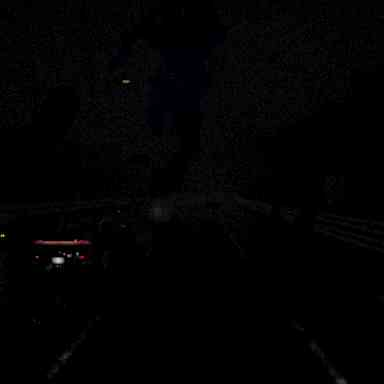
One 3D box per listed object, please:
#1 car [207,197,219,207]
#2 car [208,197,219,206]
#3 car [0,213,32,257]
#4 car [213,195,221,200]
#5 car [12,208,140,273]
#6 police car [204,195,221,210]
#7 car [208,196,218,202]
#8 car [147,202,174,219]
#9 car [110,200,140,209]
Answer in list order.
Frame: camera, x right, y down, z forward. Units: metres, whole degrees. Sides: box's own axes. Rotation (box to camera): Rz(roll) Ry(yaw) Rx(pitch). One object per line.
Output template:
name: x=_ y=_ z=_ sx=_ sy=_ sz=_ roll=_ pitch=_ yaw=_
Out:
car: x=3.337 y=1.576 z=52.564 sx=1.812 sy=1.442 sz=4.674 roll=0 pitch=0 yaw=5
car: x=3.869 y=1.586 z=58.448 sx=1.812 sy=1.442 sz=4.674 roll=0 pitch=0 yaw=5
car: x=-6.733 y=1.514 z=12.646 sx=1.812 sy=1.442 sz=4.674 roll=0 pitch=0 yaw=1
car: x=6.917 y=1.467 z=92.742 sx=1.812 sy=1.442 sz=4.674 roll=0 pitch=0 yaw=9
car: x=-3.273 y=1.483 z=10.660 sx=2.128 sy=1.511 sz=4.902 roll=0 pitch=0 yaw=1
police car: x=2.580 y=1.459 z=42.857 sx=1.930 sy=1.638 sz=5.238 roll=0 pitch=0 yaw=4
car: x=4.832 y=1.558 z=77.236 sx=1.994 sy=1.385 sz=4.181 roll=0 pitch=0 yaw=7
car: x=-2.674 y=1.570 z=28.834 sx=1.994 sy=1.385 sz=4.181 roll=0 pitch=0 yaw=3
car: x=-6.094 y=1.482 z=30.600 sx=1.882 sy=1.535 sz=5.008 roll=0 pitch=0 yaw=3
